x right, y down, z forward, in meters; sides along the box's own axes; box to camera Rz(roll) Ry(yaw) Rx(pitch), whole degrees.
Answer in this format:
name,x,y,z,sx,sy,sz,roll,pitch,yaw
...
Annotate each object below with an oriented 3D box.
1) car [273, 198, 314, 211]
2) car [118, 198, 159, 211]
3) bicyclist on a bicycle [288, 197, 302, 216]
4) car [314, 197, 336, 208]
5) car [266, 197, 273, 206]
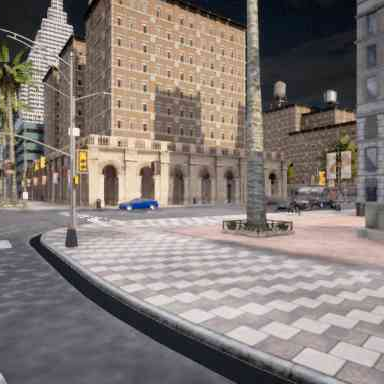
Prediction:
name,x,y,z,sx,sy,sz,roll,pitch,yaw
car,12.327,1.564,40.440,4.181,1.385,1.994,0,0,-33
car,-6.548,1.478,40.899,5.008,1.535,1.882,-1,0,-33
bicyclist on a bicycle,9.170,1.301,29.683,0.582,1.620,1.656,0,0,-33
car,19.304,1.505,49.313,4.892,1.490,1.837,0,0,-34
car,11.849,1.547,52.908,5.357,1.411,2.033,0,0,-33
